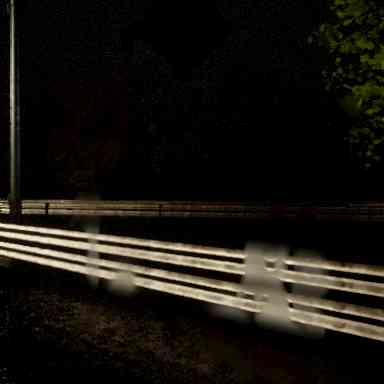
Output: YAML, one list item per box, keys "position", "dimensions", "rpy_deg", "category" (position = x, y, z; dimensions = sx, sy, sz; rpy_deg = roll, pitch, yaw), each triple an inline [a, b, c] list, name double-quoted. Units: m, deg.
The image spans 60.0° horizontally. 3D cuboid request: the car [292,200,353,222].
- position: [10.401, 1.425, 26.822]
  dimensions: [4.553, 1.767, 2.097]
  rpy_deg: [0, 0, 15]
  category: "car"
